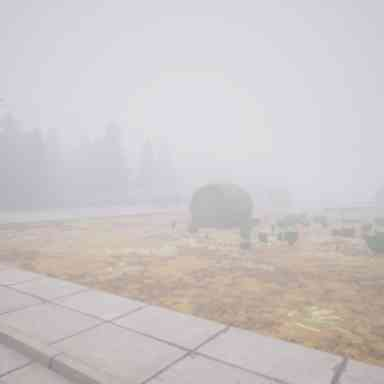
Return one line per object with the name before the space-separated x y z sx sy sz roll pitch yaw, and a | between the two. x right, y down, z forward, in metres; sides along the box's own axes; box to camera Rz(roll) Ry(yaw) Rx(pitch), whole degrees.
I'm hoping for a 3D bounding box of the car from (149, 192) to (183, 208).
car | -3.609 1.081 46.872 2.150 2.045 5.566 0 0 37
